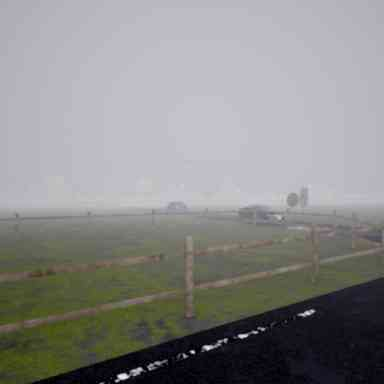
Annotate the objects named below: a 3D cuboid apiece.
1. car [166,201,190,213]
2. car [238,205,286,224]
[{"bbox_3d":[-1.902,2.005,44.665,2.097,1.767,4.553,1,-1,-23],"label":"car"},{"bbox_3d":[5.624,1.789,27.270,2.128,1.511,4.902,1,-1,-23],"label":"car"}]
